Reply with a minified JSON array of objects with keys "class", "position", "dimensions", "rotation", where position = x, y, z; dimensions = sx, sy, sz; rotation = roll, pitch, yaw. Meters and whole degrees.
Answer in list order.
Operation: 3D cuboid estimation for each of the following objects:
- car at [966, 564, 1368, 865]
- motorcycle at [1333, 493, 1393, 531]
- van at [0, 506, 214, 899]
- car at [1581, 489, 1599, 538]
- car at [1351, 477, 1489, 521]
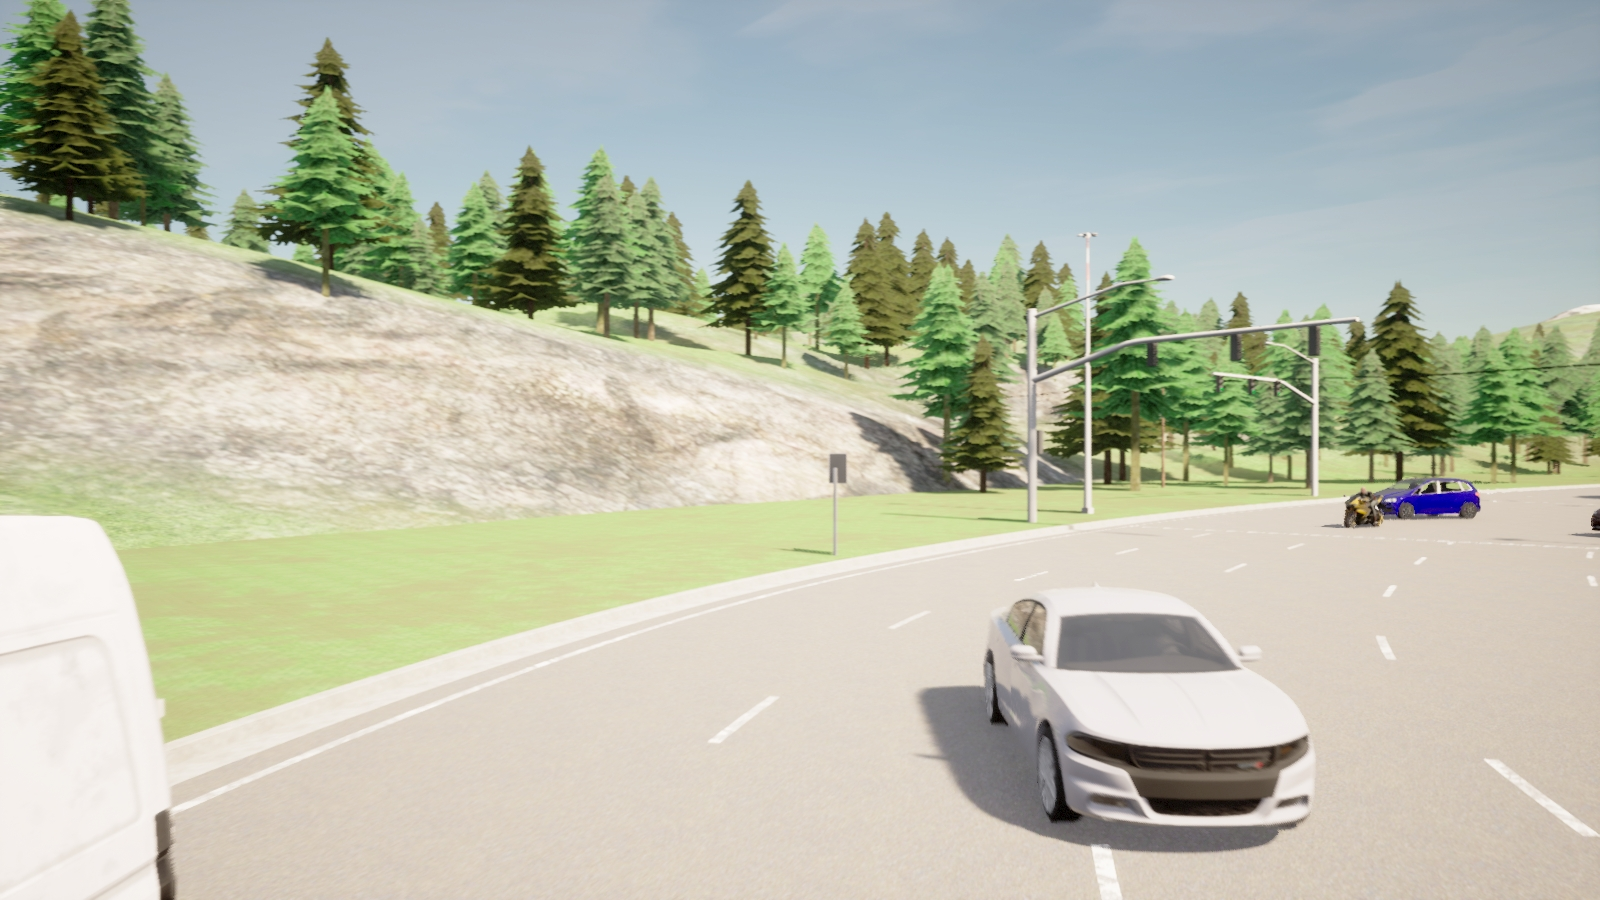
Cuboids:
[{"class":"car","position":[2.838,2.031,10.215],"dimensions":[2.097,1.535,5.006],"rotation":[0,0,2]},{"class":"motorcycle","position":[20.143,2.198,40.858],"dimensions":[2.209,1.251,0.867],"rotation":[0,1,-31]},{"class":"van","position":[-3.660,1.532,1.934],"dimensions":[1.988,2.561,5.915],"rotation":[-1,0,4]},{"class":"car","position":[27.807,2.036,36.489],"dimensions":[4.514,1.525,2.007],"rotation":[0,0,-6]},{"class":"car","position":[25.285,1.960,46.676],"dimensions":[4.611,1.667,2.242],"rotation":[0,0,-12]}]
